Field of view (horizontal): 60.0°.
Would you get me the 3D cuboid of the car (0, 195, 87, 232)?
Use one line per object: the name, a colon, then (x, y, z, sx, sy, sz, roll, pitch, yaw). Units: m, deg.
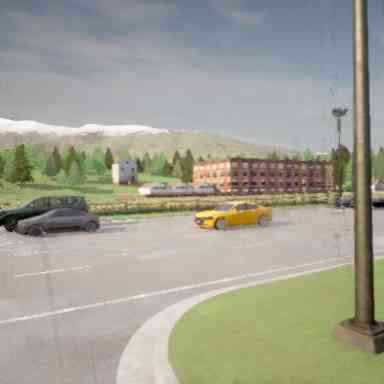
car: (-9.183, 1.262, 20.730, 5.566, 2.045, 2.150, -1, 0, -31)

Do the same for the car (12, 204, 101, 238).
car: (-7.112, 1.583, 17.888, 4.181, 1.385, 1.994, -1, 0, -31)

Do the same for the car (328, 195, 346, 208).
car: (17.300, 1.022, 36.428, 5.357, 1.411, 2.033, -1, 0, -30)

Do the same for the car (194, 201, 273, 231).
car: (2.474, 1.315, 19.509, 5.008, 1.535, 1.882, -1, 0, -31)

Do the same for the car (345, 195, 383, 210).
car: (17.601, 1.093, 32.540, 4.718, 1.301, 1.895, -1, 0, -30)
